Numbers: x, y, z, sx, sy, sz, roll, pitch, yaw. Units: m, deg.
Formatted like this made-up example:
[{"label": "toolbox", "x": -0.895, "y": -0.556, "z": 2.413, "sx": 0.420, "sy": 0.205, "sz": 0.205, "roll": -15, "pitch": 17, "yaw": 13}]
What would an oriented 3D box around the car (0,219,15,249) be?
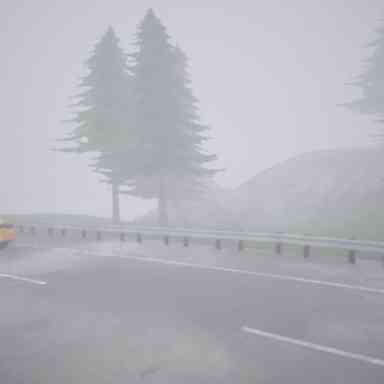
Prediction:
[{"label": "car", "x": -9.130, "y": 1.480, "z": 13.048, "sx": 5.008, "sy": 1.535, "sz": 1.882, "roll": 0, "pitch": 0, "yaw": 29}]
